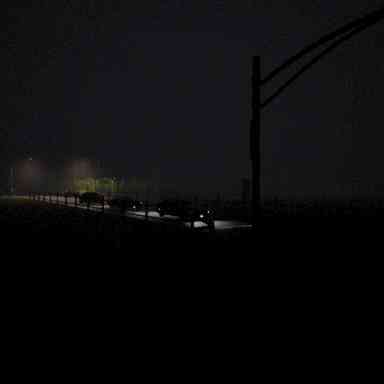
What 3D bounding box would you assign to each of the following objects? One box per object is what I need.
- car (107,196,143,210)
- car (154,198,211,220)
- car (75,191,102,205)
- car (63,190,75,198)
[{"bbox_3d":[-6.591,1.056,32.614,1.895,1.301,4.718,0,1,-35],"label":"car"},{"bbox_3d":[-0.855,1.184,24.361,2.033,1.411,5.357,0,1,-35],"label":"car"},{"bbox_3d":[-12.453,0.748,41.068,1.882,1.535,5.008,0,1,-35],"label":"car"},{"bbox_3d":[-22.525,0.362,62.016,1.882,1.535,5.008,0,1,-35],"label":"car"}]
